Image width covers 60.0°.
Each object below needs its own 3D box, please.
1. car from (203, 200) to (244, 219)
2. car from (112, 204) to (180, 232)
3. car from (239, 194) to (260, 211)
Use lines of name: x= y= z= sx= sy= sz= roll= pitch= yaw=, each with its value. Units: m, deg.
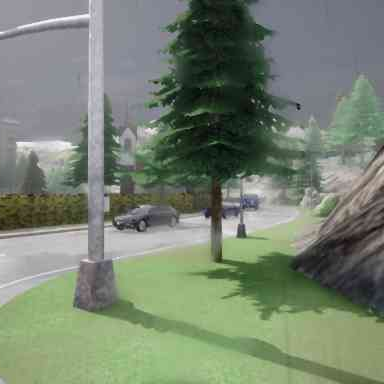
car: x=2.693 y=1.601 z=29.146 sx=1.895 sy=1.301 sz=4.718 roll=0 pitch=0 yaw=26
car: x=-2.684 y=1.505 z=20.357 sx=1.837 sy=1.490 sz=4.892 roll=0 pitch=0 yaw=35
car: x=7.211 y=1.222 z=41.316 sx=2.150 sy=2.045 sz=5.566 roll=0 pitch=0 yaw=15
